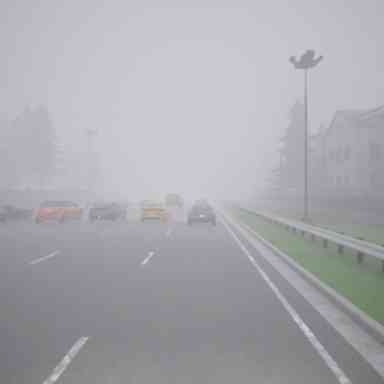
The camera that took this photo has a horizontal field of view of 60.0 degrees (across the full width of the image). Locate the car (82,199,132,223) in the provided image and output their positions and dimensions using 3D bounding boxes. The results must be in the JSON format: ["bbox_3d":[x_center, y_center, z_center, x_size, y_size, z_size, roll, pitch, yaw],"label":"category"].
[{"bbox_3d":[-6.283,1.485,25.252,2.128,1.511,4.902,0,0,1],"label":"car"}]

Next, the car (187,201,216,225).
[{"bbox_3d":[0.688,1.567,24.043,1.994,1.385,4.181,0,0,1],"label":"car"}]

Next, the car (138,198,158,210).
[{"bbox_3d":[-5.838,1.561,44.900,1.994,1.385,4.181,0,0,2],"label":"car"}]

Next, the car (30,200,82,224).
[{"bbox_3d":[-9.791,1.340,24.935,2.097,1.767,4.553,0,0,1],"label":"car"}]

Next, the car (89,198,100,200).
[{"bbox_3d":[-12.859,1.510,44.427,1.812,1.442,4.674,0,0,2],"label":"car"}]

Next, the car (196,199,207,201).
[{"bbox_3d":[1.157,1.556,42.243,2.033,1.411,5.357,0,0,1],"label":"car"}]

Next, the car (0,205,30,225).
[{"bbox_3d":[-13.317,1.581,24.034,1.895,1.301,4.718,0,0,1],"label":"car"}]

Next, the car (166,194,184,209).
[{"bbox_3d":[-2.353,1.226,44.378,2.150,2.045,5.566,0,0,2],"label":"car"}]

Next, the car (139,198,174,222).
[{"bbox_3d":[-2.759,1.477,26.141,1.882,1.535,5.008,0,0,1],"label":"car"}]

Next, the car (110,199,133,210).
[{"bbox_3d":[-9.362,1.591,44.317,1.895,1.301,4.718,0,0,2],"label":"car"}]
